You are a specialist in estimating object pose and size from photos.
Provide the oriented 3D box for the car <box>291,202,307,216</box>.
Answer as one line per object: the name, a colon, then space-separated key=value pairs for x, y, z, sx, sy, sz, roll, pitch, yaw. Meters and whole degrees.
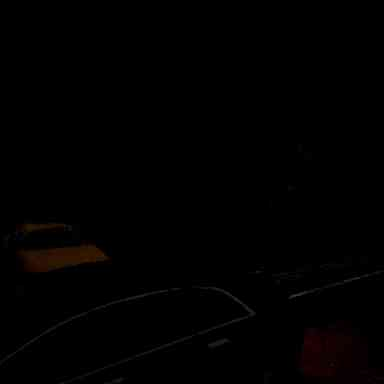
car: x=9.040 y=1.481 z=33.007 sx=2.185 sy=1.767 sz=4.553 roll=1 pitch=0 yaw=-36

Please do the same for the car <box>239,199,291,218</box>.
car: x=6.494 y=1.610 z=31.114 sx=2.002 sy=1.452 sz=4.674 roll=1 pitch=-1 yaw=-36

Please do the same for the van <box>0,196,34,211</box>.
van: x=-10.320 y=1.239 z=18.878 sx=1.878 sy=1.987 sz=4.442 roll=0 pitch=0 yaw=-36

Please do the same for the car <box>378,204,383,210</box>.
car: x=28.916 y=1.938 z=47.042 sx=2.002 sy=1.452 sz=4.674 roll=1 pitch=0 yaw=-35

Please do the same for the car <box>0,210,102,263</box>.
car: x=-3.627 y=1.463 z=8.495 sx=1.946 sy=1.575 sz=5.366 roll=0 pitch=0 yaw=-36

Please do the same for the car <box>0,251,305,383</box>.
car: x=-1.024 y=1.499 z=2.953 sx=4.892 sy=1.490 sz=1.837 roll=0 pitch=0 yaw=-35
